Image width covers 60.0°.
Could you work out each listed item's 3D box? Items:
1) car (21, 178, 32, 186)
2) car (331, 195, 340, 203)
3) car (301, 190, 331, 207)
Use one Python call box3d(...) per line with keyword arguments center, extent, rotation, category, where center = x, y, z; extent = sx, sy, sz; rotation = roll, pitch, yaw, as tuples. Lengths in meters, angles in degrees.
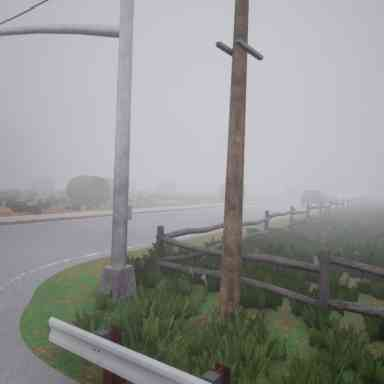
box3d(center=(-39.172, -2.325, 79.237), extent=(1.905, 1.878, 3.866), rotation=(8, 2, -13), category="car")
box3d(center=(21.167, 1.133, 50.726), extent=(1.994, 1.385, 4.181), rotation=(3, 2, 33), category="car")
box3d(center=(15.414, 0.811, 41.828), extent=(2.150, 2.045, 5.566), rotation=(3, 2, 34), category="car")
